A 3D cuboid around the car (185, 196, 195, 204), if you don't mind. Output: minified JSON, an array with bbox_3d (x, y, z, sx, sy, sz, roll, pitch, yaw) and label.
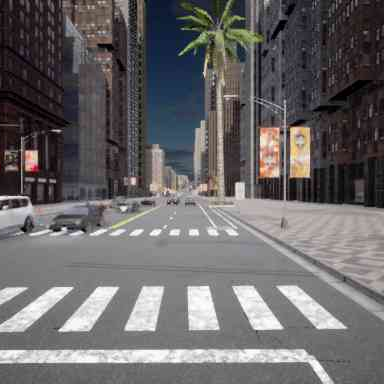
[{"bbox_3d":[-0.365,1.537,66.534,1.882,1.535,5.008,0,0,0],"label":"car"}]

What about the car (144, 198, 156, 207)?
[{"bbox_3d":[-6.853,1.631,52.445,1.895,1.301,4.718,0,0,1],"label":"car"}]

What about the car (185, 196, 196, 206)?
[{"bbox_3d":[-0.308,1.585,56.112,2.033,1.411,5.357,0,0,0],"label":"car"}]

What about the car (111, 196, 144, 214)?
[{"bbox_3d":[-6.791,1.501,35.406,2.128,1.511,4.902,0,0,0],"label":"car"}]

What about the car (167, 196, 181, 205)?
[{"bbox_3d":[-3.481,1.645,59.744,1.895,1.301,4.718,0,0,-1],"label":"car"}]

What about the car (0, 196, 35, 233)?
[{"bbox_3d":[-9.941,1.224,16.616,2.150,2.045,5.566,0,0,0],"label":"car"}]

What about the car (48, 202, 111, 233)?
[{"bbox_3d":[-6.709,1.550,20.075,2.033,1.411,5.357,0,0,0],"label":"car"}]

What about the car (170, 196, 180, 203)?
[{"bbox_3d":[-3.532,1.593,69.852,1.812,1.442,4.674,0,0,0],"label":"car"}]
